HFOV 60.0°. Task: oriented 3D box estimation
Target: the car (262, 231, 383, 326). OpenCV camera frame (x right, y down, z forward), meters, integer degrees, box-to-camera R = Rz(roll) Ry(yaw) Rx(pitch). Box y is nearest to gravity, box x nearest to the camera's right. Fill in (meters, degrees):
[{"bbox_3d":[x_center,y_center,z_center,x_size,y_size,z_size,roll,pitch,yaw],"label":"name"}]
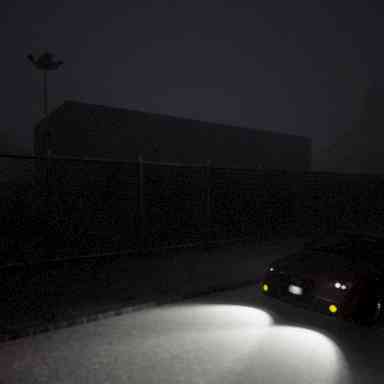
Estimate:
[{"bbox_3d":[3.468,1.558,7.066,4.181,1.385,1.994,0,0,-35],"label":"car"}]
